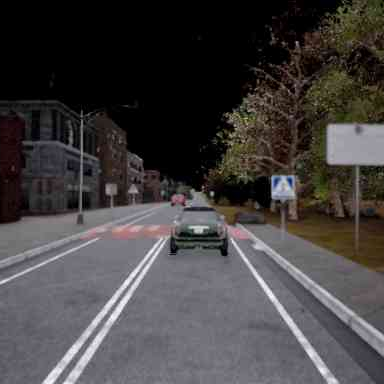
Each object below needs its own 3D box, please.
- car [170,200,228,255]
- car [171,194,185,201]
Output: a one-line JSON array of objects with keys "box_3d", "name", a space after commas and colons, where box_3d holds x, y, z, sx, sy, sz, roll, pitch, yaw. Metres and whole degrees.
[{"box_3d": [0.291, 1.378, 13.654, 2.097, 1.767, 4.553, 0, 0, 1], "name": "car"}, {"box_3d": [-2.249, 1.368, 54.835, 2.150, 2.045, 5.566, 0, -1, 2], "name": "car"}]
